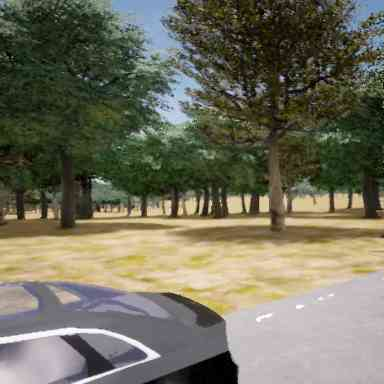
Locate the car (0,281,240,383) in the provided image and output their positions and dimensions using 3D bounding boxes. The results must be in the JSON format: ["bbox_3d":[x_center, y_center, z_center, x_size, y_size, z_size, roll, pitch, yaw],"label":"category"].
[{"bbox_3d":[-1.862,1.493,2.103,4.902,1.511,2.128,1,0,-36],"label":"car"}]
